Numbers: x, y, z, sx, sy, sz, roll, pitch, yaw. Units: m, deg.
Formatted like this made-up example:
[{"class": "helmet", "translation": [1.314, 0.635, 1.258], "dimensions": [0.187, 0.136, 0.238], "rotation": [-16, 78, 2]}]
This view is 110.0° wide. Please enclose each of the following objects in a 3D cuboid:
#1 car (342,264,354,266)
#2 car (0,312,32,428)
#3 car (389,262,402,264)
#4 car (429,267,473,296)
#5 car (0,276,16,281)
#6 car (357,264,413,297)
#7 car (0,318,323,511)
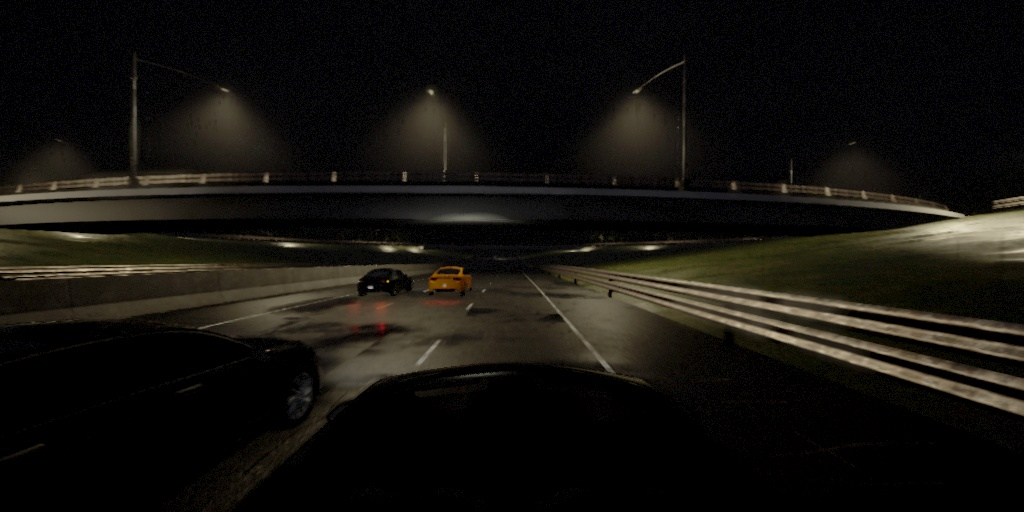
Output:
[{"class": "car", "translation": [-24.474, 1.849, 53.113], "dimensions": [2.033, 1.411, 5.357], "rotation": [0, -1, 1]}, {"class": "car", "translation": [-6.892, 1.330, 2.080], "dimensions": [1.895, 1.301, 4.718], "rotation": [0, 0, 0]}, {"class": "car", "translation": [-17.485, 1.683, 53.301], "dimensions": [2.097, 1.767, 4.553], "rotation": [0, -1, 1]}, {"class": "car", "translation": [-3.374, 1.352, 20.477], "dimensions": [1.882, 1.535, 5.008], "rotation": [0, -1, 0]}, {"class": "car", "translation": [-17.594, 1.273, 10.942], "dimensions": [1.812, 1.442, 4.674], "rotation": [0, 0, 0]}, {"class": "car", "translation": [-6.874, 1.380, 19.752], "dimensions": [1.812, 1.442, 4.674], "rotation": [0, 0, 0]}, {"class": "car", "translation": [-3.388, 1.250, 2.755], "dimensions": [1.837, 1.490, 4.892], "rotation": [0, 0, 0]}]
